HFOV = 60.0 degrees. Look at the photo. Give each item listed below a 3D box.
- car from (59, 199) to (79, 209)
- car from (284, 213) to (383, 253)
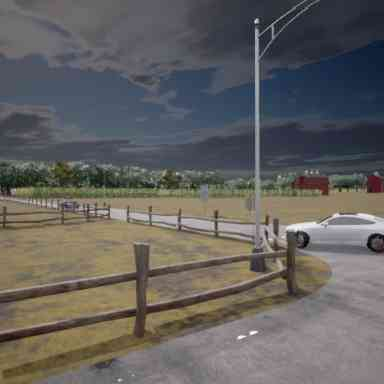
[{"bbox_3d":[-18.546,1.768,50.082,2.033,1.411,5.357,-1,1,-35],"label":"car"},{"bbox_3d":[6.328,1.618,14.078,4.674,1.442,1.812,-1,0,25],"label":"car"}]
